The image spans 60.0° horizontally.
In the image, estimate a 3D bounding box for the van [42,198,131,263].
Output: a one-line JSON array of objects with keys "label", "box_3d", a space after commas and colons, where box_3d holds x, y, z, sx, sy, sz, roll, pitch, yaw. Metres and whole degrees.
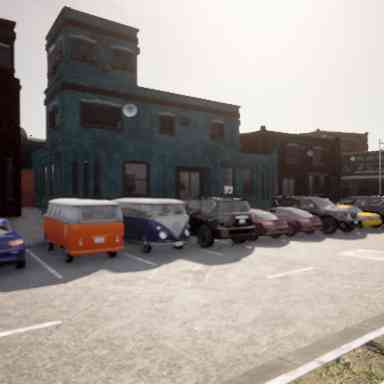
[{"label": "van", "box_3d": [-4.142, 1.251, 12.163, 1.878, 1.987, 4.442, 0, 0, -35]}]

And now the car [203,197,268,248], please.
[{"label": "car", "box_3d": [0.439, 1.242, 15.311, 2.435, 2.045, 5.566, 0, 0, -35]}]

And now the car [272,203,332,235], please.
[{"label": "car", "box_3d": [4.933, 1.555, 18.468, 2.002, 1.452, 4.674, 0, 0, -35]}]

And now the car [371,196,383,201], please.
[{"label": "car", "box_3d": [11.764, 1.303, 23.364, 2.435, 2.045, 5.566, 0, 0, -35]}]

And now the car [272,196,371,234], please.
[{"label": "car", "box_3d": [7.165, 1.276, 20.023, 2.435, 2.045, 5.566, 0, 0, -35]}]

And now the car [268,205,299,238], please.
[{"label": "car", "box_3d": [2.721, 1.544, 16.896, 2.002, 1.452, 4.674, 0, 0, -35]}]

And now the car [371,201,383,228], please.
[{"label": "car", "box_3d": [9.407, 1.538, 21.880, 1.946, 1.575, 5.366, 0, 0, -35]}]

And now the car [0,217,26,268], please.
[{"label": "car", "box_3d": [-6.441, 1.510, 10.383, 2.002, 1.452, 4.674, 0, 0, -35]}]

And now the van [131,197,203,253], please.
[{"label": "van", "box_3d": [-1.744, 1.258, 13.582, 1.878, 1.987, 4.442, 0, 0, -35]}]
